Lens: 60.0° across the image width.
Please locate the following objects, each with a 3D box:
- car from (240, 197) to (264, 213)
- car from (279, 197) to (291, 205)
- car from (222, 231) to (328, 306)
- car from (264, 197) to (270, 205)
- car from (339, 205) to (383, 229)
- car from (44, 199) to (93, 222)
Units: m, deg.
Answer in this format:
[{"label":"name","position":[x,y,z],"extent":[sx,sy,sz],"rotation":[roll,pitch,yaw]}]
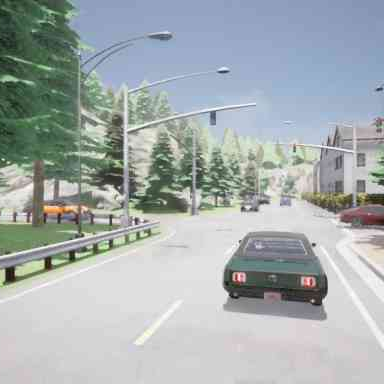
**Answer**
[{"label":"car","position":[6.570,1.491,37.450],"extent":[2.128,1.511,4.902],"rotation":[0,0,16]},{"label":"car","position":[16.042,1.547,57.152],"extent":[2.033,1.411,5.357],"rotation":[0,0,16]},{"label":"car","position":[2.059,1.601,8.143],"extent":[1.895,1.301,4.718],"rotation":[0,0,16]},{"label":"car","position":[12.557,1.601,58.252],"extent":[1.895,1.301,4.718],"rotation":[0,0,16]},{"label":"car","position":[11.607,1.541,20.551],"extent":[4.674,1.442,1.812],"rotation":[0,1,24]},{"label":"car","position":[-10.266,1.367,26.566],"extent":[4.553,1.767,2.097],"rotation":[0,0,16]}]
